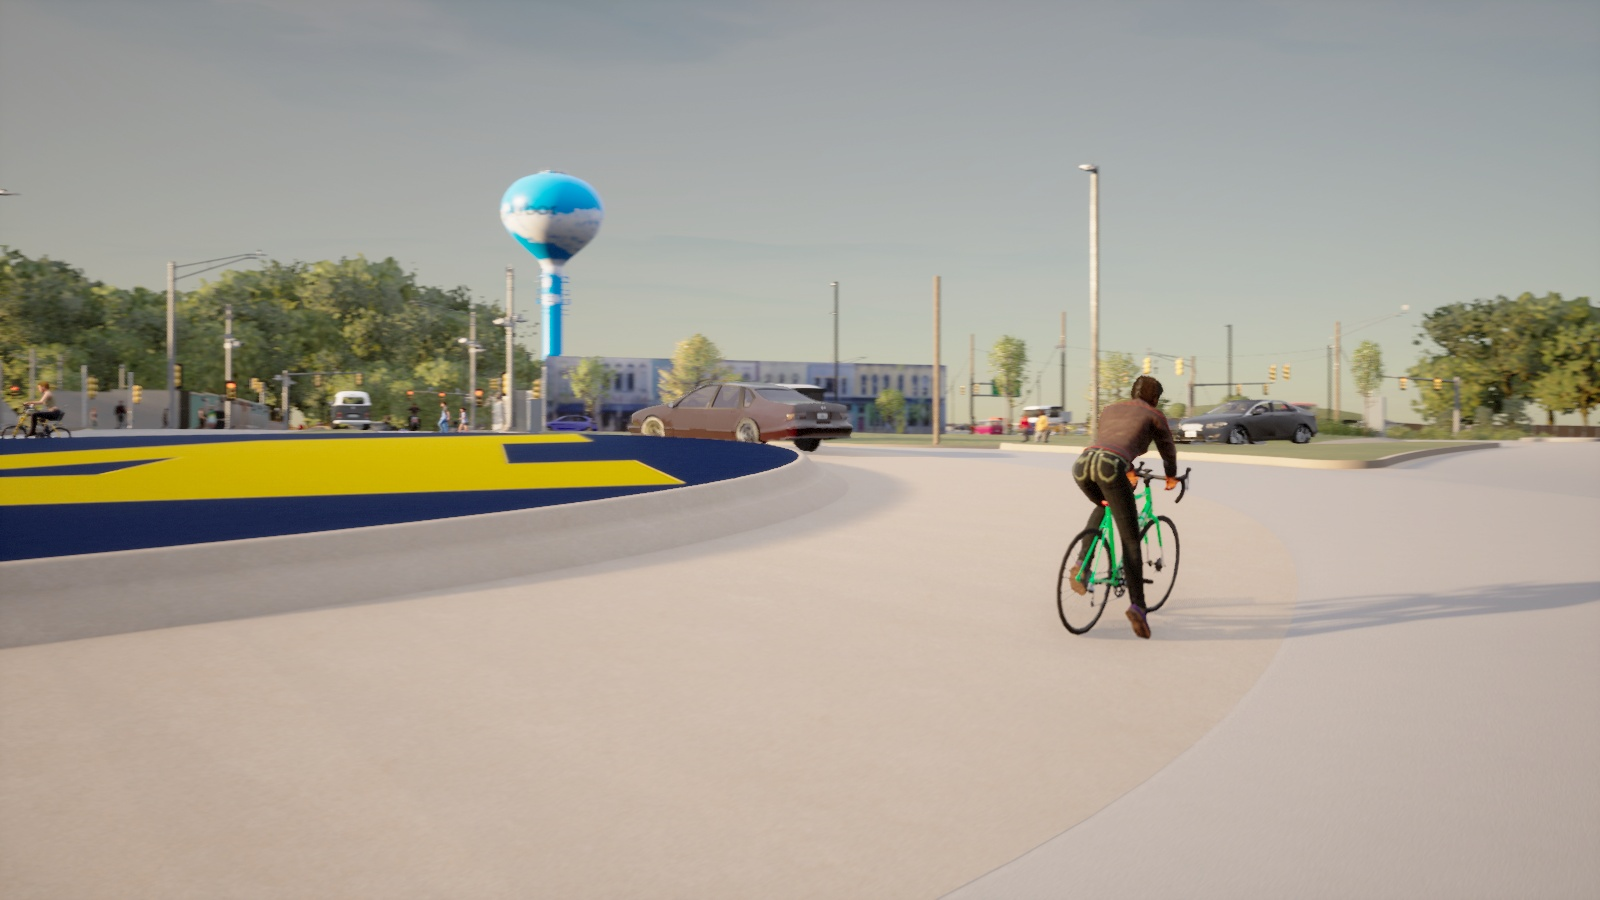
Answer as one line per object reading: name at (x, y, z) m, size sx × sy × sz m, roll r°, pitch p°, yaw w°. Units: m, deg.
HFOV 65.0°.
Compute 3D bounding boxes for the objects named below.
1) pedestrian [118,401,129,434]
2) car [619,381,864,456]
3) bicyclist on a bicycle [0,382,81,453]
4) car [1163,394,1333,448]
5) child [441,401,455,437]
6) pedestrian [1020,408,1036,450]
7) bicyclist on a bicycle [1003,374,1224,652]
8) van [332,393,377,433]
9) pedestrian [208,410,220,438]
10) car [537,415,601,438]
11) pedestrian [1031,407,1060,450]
pedestrian at (-37.883, -1.812, 70.321) m, size 0.376 × 1.854 × 0.720 m, roll 0°, pitch 0°, yaw -16°
car at (-1.339, -0.697, 26.131) m, size 2.033 × 1.411 × 5.357 m, roll -1°, pitch 3°, yaw -45°
bicyclist on a bicycle at (-18.141, -0.761, 29.930) m, size 1.509 × 1.612 × 0.866 m, roll 2°, pitch -1°, yaw -14°
car at (13.399, -0.857, 37.468) m, size 4.902 × 1.511 × 2.128 m, roll -1°, pitch 0°, yaw -31°
child at (-12.563, -1.111, 44.848) m, size 0.437 × 1.263 × 0.270 m, roll 0°, pitch 0°, yaw -27°
pedestrian at (10.082, -0.940, 55.547) m, size 0.636 × 1.846 × 0.331 m, roll 0°, pitch 0°, yaw -31°
bicyclist on a bicycle at (2.078, 0.328, 8.208) m, size 0.582 × 1.620 × 1.656 m, roll 8°, pitch 8°, yaw 41°
van at (-23.560, -1.919, 66.309) m, size 2.069 × 2.038 × 4.480 m, roll 0°, pitch 0°, yaw -22°
pedestrian at (-41.124, -1.846, 88.121) m, size 0.659 × 1.952 × 0.873 m, roll 0°, pitch 0°, yaw -34°
car at (-15.878, -1.589, 86.393) m, size 4.193 × 1.474 × 1.816 m, roll 0°, pitch 0°, yaw -16°
pedestrian at (10.656, -0.926, 54.569) m, size 0.900 × 1.855 × 0.874 m, roll 0°, pitch 0°, yaw -18°
